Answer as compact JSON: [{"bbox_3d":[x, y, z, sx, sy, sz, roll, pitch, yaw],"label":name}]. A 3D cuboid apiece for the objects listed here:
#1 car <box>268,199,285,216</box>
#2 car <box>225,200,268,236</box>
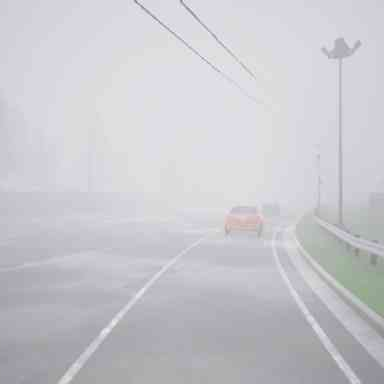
[{"bbox_3d":[9.247,1.880,38.327,1.882,1.535,5.008,0,-1,20],"label":"car"},{"bbox_3d":[3.346,1.560,20.361,2.097,1.767,4.553,0,-1,15],"label":"car"}]
